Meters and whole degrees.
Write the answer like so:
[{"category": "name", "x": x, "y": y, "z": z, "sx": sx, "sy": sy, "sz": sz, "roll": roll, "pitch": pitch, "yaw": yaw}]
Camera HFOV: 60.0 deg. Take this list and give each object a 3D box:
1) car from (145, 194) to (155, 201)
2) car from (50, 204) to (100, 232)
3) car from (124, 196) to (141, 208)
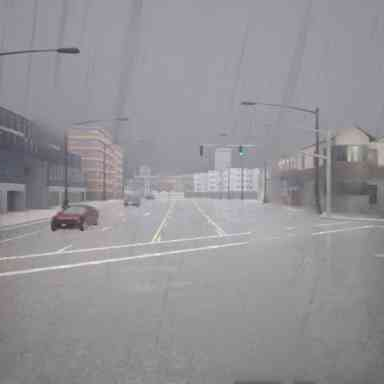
[{"category": "car", "x": -8.919, "y": 1.095, "z": 70.782, "sx": 2.033, "sy": 1.411, "sz": 5.357, "roll": 0, "pitch": 0, "yaw": -2}, {"category": "car", "x": -7.146, "y": 1.544, "z": 20.794, "sx": 1.882, "sy": 1.535, "sz": 5.008, "roll": 0, "pitch": 0, "yaw": -2}, {"category": "car", "x": -8.004, "y": 1.317, "z": 45.048, "sx": 2.128, "sy": 1.511, "sz": 4.902, "roll": 0, "pitch": 1, "yaw": -2}]
